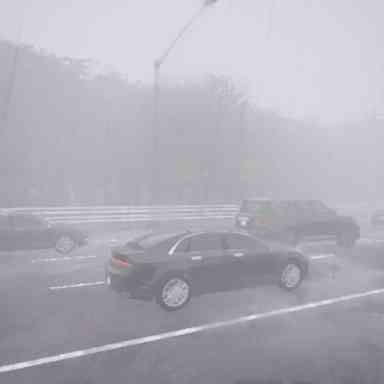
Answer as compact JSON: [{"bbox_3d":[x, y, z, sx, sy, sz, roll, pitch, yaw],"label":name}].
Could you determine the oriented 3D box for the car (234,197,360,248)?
[{"bbox_3d":[4.276,1.245,13.510,5.566,2.045,2.150,0,0,-27],"label":"car"}]

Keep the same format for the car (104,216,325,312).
[{"bbox_3d":[0.520,1.502,7.631,4.892,1.490,1.837,0,0,-27],"label":"car"}]

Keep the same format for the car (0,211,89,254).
[{"bbox_3d":[-6.252,1.465,12.008,4.892,1.490,1.837,0,0,-27],"label":"car"}]

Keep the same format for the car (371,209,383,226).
[{"bbox_3d":[14.167,1.644,22.559,4.181,1.385,1.994,0,0,-27],"label":"car"}]
